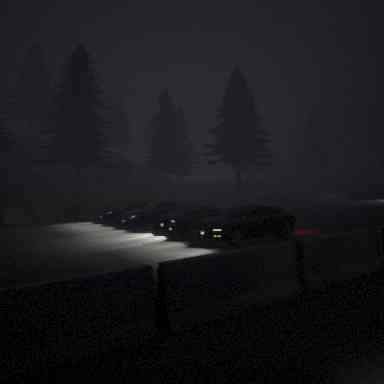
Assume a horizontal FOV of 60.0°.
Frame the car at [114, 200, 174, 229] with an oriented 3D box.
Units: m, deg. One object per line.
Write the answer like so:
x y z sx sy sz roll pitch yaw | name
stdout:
-1.887 1.279 19.729 4.674 1.442 1.812 -1 1 -35 | car

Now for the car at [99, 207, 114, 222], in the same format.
-3.908 1.261 22.585 4.674 1.442 1.812 -1 1 -35 | car

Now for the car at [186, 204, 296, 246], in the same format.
2.388 1.288 14.175 4.892 1.490 1.837 -1 1 -35 | car

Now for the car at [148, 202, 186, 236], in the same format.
0.216 1.332 16.928 4.181 1.385 1.994 -1 1 -35 | car
